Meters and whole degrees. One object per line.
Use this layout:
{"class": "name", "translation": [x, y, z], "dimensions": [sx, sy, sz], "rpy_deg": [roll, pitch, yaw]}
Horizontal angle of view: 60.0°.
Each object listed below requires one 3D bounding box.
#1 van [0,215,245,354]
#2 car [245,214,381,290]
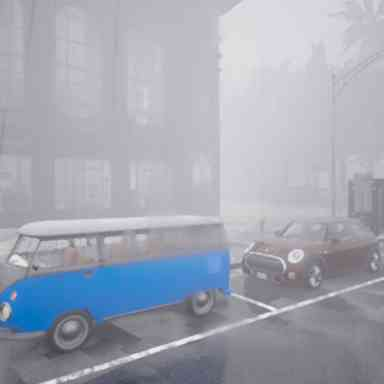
{"class": "van", "translation": [-1.163, 1.340, 5.820], "dimensions": [3.998, 1.788, 1.690], "rpy_deg": [0, 0, -35]}
{"class": "car", "translation": [3.257, 1.436, 8.968], "dimensions": [4.097, 1.590, 1.967], "rpy_deg": [0, 0, -35]}
